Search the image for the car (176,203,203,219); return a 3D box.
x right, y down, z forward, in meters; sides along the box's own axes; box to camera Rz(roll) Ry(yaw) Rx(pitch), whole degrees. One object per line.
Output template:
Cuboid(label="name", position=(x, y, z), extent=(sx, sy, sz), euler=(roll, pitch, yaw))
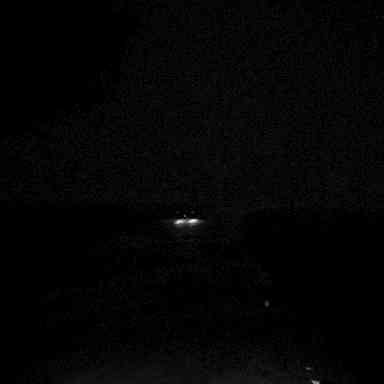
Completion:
Cuboid(label="car", position=(-0.117, 1.772, 32.369), extent=(2.033, 1.411, 5.357), euler=(-1, -1, 11))

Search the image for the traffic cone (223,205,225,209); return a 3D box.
Cuboid(label="traffic cone", position=(5.186, 2.438, 54.459), extent=(0.340, 0.580, 0.340), euler=(-1, -1, 21))
